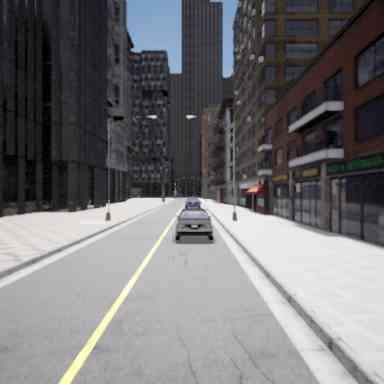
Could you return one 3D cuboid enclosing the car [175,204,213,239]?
[{"bbox_3d":[0.110,1.557,17.256,2.033,1.411,5.357,0,0,0],"label":"car"}]

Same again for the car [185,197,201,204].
[{"bbox_3d":[0.125,1.417,46.300,2.097,1.767,4.553,0,0,0],"label":"car"}]
